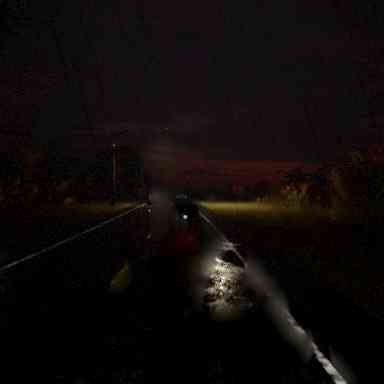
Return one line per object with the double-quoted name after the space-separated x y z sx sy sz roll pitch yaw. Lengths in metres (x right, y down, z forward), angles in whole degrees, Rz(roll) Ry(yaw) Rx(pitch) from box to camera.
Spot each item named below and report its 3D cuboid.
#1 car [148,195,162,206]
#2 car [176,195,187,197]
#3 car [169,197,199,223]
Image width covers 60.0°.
-5.223 1.151 47.378 2.033 1.411 5.357 0 0 -2 "car"
-1.343 1.144 41.320 2.128 1.511 4.902 0 1 -3 "car"
-0.529 1.306 23.489 1.837 1.490 4.892 0 0 -2 "car"
